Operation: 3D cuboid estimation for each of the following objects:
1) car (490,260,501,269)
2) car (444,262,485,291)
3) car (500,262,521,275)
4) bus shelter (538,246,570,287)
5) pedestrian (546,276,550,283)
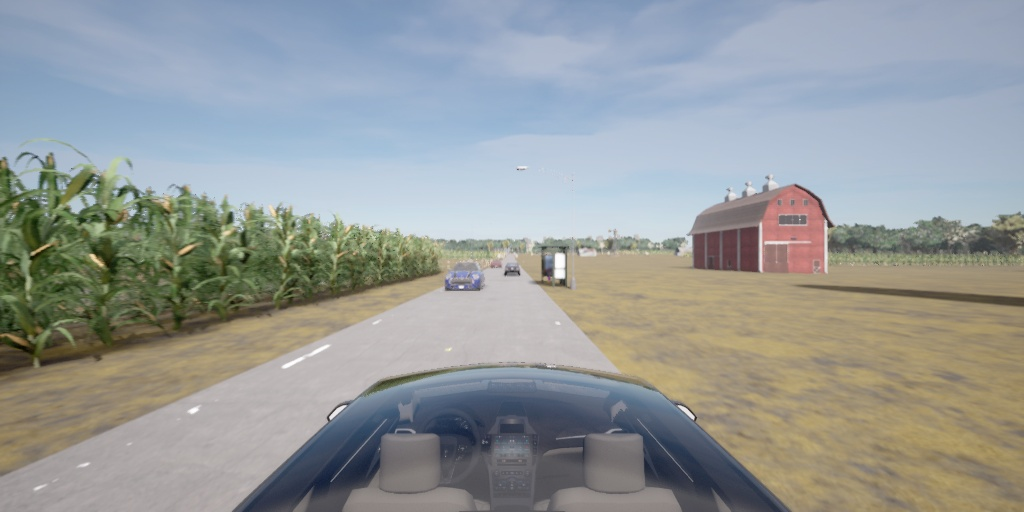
[{"bbox_3d":[-2.776,1.465,63.675,1.882,1.535,5.008,0,0,0],"label":"car"},{"bbox_3d":[-2.849,1.166,22.431,2.097,1.767,4.553,0,0,0],"label":"car"},{"bbox_3d":[0.052,1.426,41.221,2.033,1.411,5.357,-1,0,0],"label":"car"},{"bbox_3d":[3.124,0.700,25.937,1.920,2.740,3.880,0,0,0],"label":"bus shelter"},{"bbox_3d":[2.824,1.142,27.700,0.375,1.860,0.375,0,0,0],"label":"pedestrian"}]
